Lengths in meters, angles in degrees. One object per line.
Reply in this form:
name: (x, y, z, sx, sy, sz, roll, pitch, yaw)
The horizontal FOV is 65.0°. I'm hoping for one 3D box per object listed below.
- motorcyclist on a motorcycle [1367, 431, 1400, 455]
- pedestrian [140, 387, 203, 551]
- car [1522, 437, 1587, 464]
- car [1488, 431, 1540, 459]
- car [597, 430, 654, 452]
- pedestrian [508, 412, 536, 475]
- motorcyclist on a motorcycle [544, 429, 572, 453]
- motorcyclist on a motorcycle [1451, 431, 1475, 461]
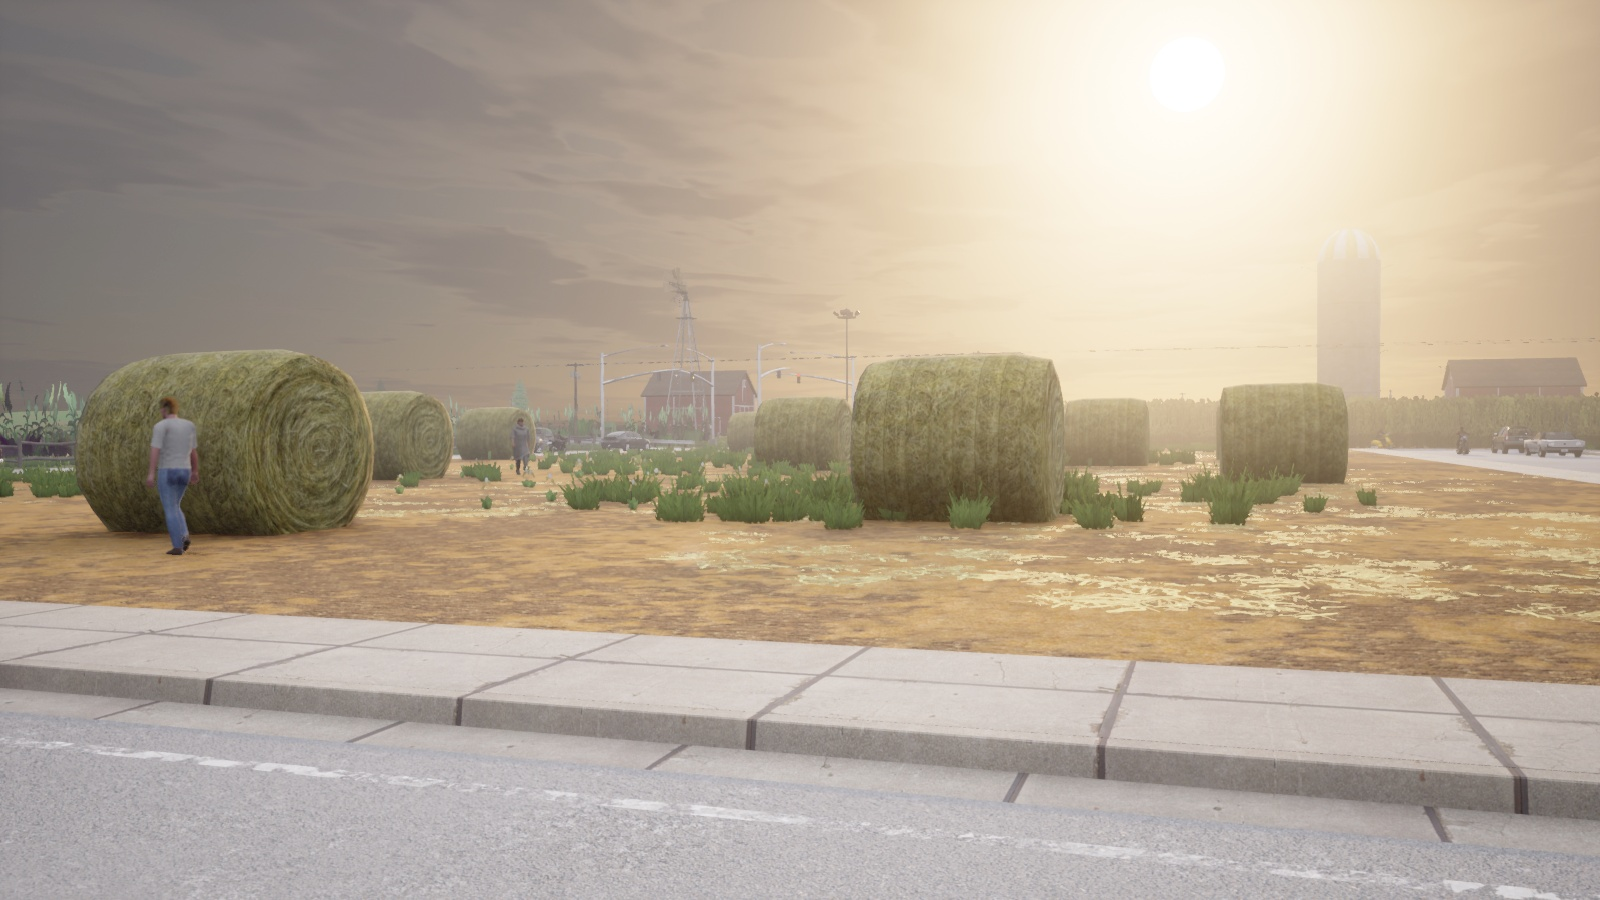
motorcyclist on a motorcycle: (39.909, -0.456, 85.905, 0.866, 1.590, 1.817, -3, 2, -28)
pedestrian: (-7.192, 0.205, 14.372, 0.706, 1.836, 0.354, 1, 1, 36)
car: (39.381, -0.003, 65.668, 1.895, 1.301, 4.718, 1, 1, 18)
car: (42.001, -0.328, 73.940, 1.851, 1.617, 3.988, 1, 1, 18)
car: (-12.362, -0.680, 89.347, 1.837, 1.490, 4.892, 1, 1, 21)
pedestrian: (-8.744, -0.213, 39.477, 0.659, 1.952, 0.873, 0, 1, -29)
motorcyclist on a motorcycle: (-15.617, -0.582, 81.037, 0.797, 1.523, 2.044, 1, 1, 21)
motorcyclist on a motorcycle: (37.257, -0.240, 70.554, 0.766, 1.649, 2.350, 1, 1, 17)
